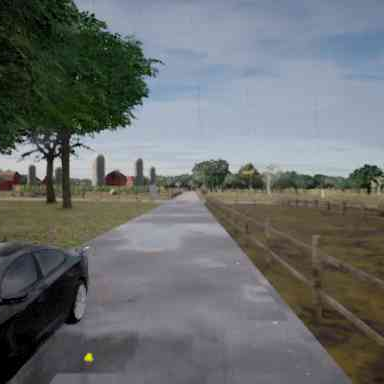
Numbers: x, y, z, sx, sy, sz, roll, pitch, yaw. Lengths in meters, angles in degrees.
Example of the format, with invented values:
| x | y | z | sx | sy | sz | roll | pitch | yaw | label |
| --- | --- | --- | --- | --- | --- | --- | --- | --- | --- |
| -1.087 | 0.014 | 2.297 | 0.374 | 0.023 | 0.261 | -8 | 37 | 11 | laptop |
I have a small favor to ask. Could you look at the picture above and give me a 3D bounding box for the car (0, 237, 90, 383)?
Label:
| x | y | z | sx | sy | sz | roll | pitch | yaw | label |
| --- | --- | --- | --- | --- | --- | --- | --- | --- | --- |
| -2.840 | 1.460 | 4.240 | 1.882 | 1.535 | 5.008 | 0 | 0 | 0 | car |
